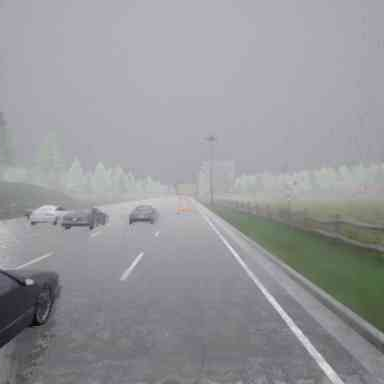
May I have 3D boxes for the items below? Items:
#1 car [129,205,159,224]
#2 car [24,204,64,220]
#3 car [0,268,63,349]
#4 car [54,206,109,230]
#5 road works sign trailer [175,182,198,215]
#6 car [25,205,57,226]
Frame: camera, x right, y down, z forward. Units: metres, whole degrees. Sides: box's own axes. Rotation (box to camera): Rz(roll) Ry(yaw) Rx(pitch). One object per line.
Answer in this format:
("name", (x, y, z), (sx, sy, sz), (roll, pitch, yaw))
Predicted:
("car", (-3.752, 1.755, 26.481), (1.994, 1.385, 4.181), (0, 0, -1))
("car", (-14.340, 1.905, 32.513), (1.895, 1.301, 4.718), (0, 0, -1))
("car", (-3.421, 1.598, 4.092), (2.033, 1.411, 5.357), (0, 0, -1))
("car", (-7.198, 1.740, 22.787), (2.033, 1.411, 5.357), (0, 0, -1))
("road works sign trailer", (-0.525, 0.701, 37.821), (2.380, 3.560, 2.880), (0, 0, -1))
("car", (-10.740, 1.761, 25.594), (1.812, 1.442, 4.674), (0, 0, -1))
